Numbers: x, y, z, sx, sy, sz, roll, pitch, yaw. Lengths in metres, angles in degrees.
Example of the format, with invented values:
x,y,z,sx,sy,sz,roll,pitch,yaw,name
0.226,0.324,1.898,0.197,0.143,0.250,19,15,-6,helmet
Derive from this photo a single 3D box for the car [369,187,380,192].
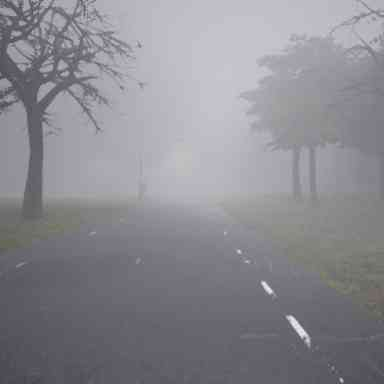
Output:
x,y,z,sx,sy,sz,roll,pitch,yaw,name
45.775,-0.579,81.131,4.902,1.511,2.128,-1,-2,-1,car
